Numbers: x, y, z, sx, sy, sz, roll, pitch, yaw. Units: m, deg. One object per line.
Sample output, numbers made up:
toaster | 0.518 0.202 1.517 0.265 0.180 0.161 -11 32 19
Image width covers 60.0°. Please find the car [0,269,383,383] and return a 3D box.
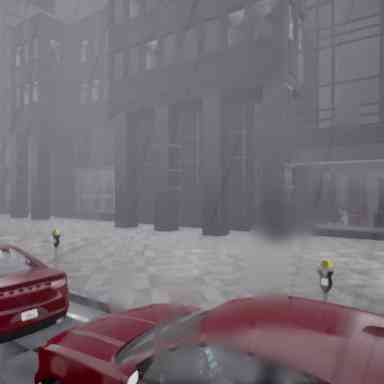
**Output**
car | 0.565 1.543 2.557 4.507 1.381 1.887 0 0 35

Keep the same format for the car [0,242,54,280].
car | -4.027 1.536 5.826 4.507 1.381 1.887 0 0 35
